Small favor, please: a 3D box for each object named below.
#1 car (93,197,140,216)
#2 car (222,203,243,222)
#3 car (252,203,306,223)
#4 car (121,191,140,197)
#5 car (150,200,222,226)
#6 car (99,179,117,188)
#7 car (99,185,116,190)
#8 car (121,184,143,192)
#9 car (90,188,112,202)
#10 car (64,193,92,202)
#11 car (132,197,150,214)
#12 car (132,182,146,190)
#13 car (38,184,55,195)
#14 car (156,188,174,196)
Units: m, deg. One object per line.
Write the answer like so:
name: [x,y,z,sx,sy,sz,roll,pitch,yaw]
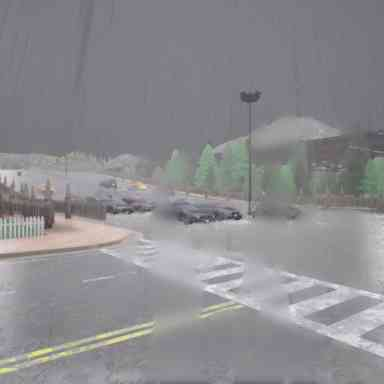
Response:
car: [-7.653,1.522,33.290,2.033,1.411,5.357,0,0,-37]
car: [2.031,1.563,26.327,1.994,1.385,4.181,0,0,-37]
car: [6.691,1.565,25.985,1.994,1.385,4.181,0,0,-37]
car: [-7.969,1.137,45.312,1.882,1.535,5.008,0,3,-37]
car: [-0.601,1.547,24.010,2.033,1.411,5.357,0,0,-37]
car: [-17.640,-1.706,70.007,2.150,2.045,5.566,0,7,-37]
car: [-14.667,0.306,54.279,1.837,1.490,4.892,0,6,-37]
car: [-11.517,-0.063,61.984,1.895,1.301,4.718,0,7,-37]
car: [-12.945,0.793,46.096,2.097,1.767,4.553,0,4,-37]
car: [-15.114,1.017,43.155,1.837,1.490,4.892,0,3,-37]
car: [-5.079,1.539,35.691,1.994,1.385,4.181,0,1,-37]
car: [-11.943,-1.425,74.037,1.882,1.535,5.008,0,7,-37]
car: [-24.344,-0.497,55.575,1.882,1.535,5.008,0,7,-37]
car: [-5.329,-0.057,65.404,2.128,1.511,4.902,0,7,-37]
